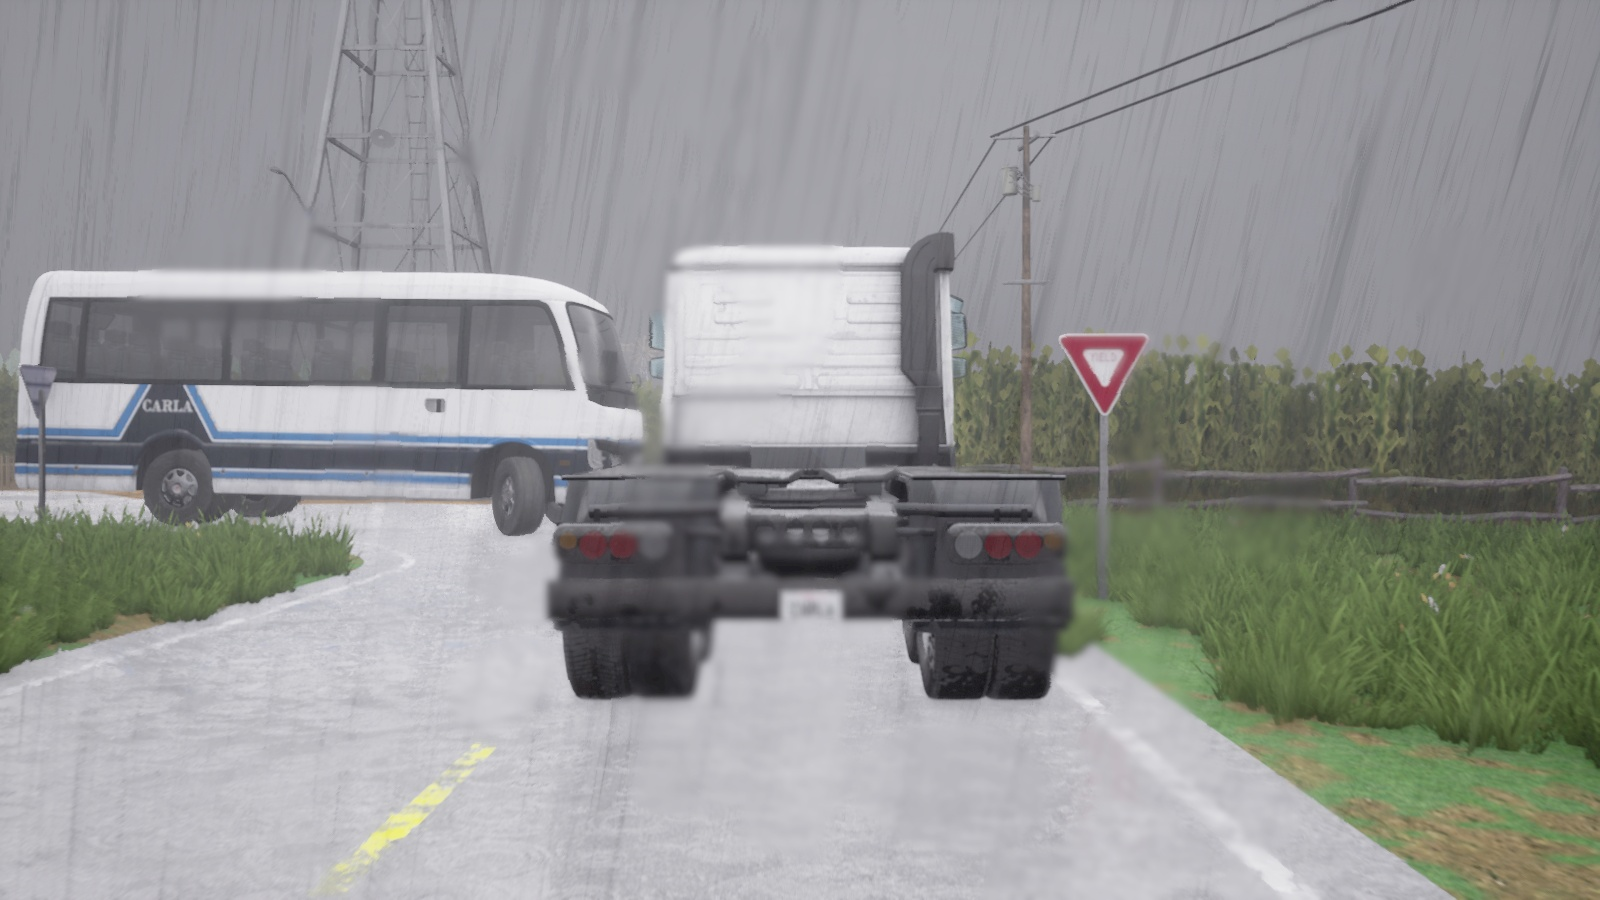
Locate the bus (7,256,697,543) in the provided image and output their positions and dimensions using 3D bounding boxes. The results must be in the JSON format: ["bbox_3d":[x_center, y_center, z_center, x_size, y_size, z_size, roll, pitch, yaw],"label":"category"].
[{"bbox_3d":[-7.249,-0.844,21.340,10.273,4.253,3.944,1,0,7],"label":"bus"}]

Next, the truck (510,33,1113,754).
[{"bbox_3d":[0.073,-0.291,10.000,2.891,3.462,7.936,0,0,0],"label":"truck"}]
